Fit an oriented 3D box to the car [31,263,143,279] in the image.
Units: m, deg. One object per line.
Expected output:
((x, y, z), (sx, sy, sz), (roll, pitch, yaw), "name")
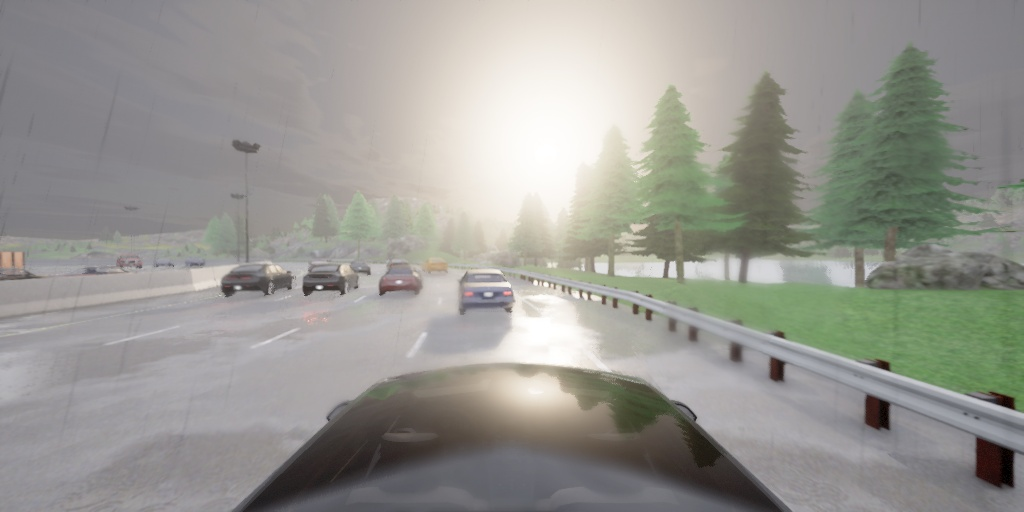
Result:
((-24.523, 1.307, 21.031), (1.895, 1.301, 4.718), (0, 1, -18), "car")

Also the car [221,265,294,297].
((-12.771, 1.170, 18.369), (1.837, 1.490, 4.892), (0, 0, -13), "car")

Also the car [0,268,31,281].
((-27.486, 1.343, 18.861), (1.895, 1.301, 4.718), (0, 1, -17), "car")

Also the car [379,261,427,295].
((-5.737, 1.185, 18.883), (1.994, 1.385, 4.181), (0, 1, -12), "car")

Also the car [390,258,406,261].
((-11.401, 0.973, 35.731), (1.882, 1.535, 5.008), (0, 1, -24), "car")

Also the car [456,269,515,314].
((-1.074, 1.194, 13.375), (2.033, 1.411, 5.357), (0, 1, -8), "car")

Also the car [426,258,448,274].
((-7.821, 0.948, 36.261), (1.882, 1.535, 5.008), (0, 1, -23), "car")

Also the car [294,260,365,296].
((-9.237, 1.149, 18.603), (1.837, 1.490, 4.892), (0, 1, -12), "car")

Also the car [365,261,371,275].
((-14.912, 1.086, 34.951), (1.994, 1.385, 4.181), (-1, 1, -25), "car")

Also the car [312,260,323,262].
((-18.648, 1.071, 34.726), (1.812, 1.442, 4.674), (0, 1, -26), "car")
